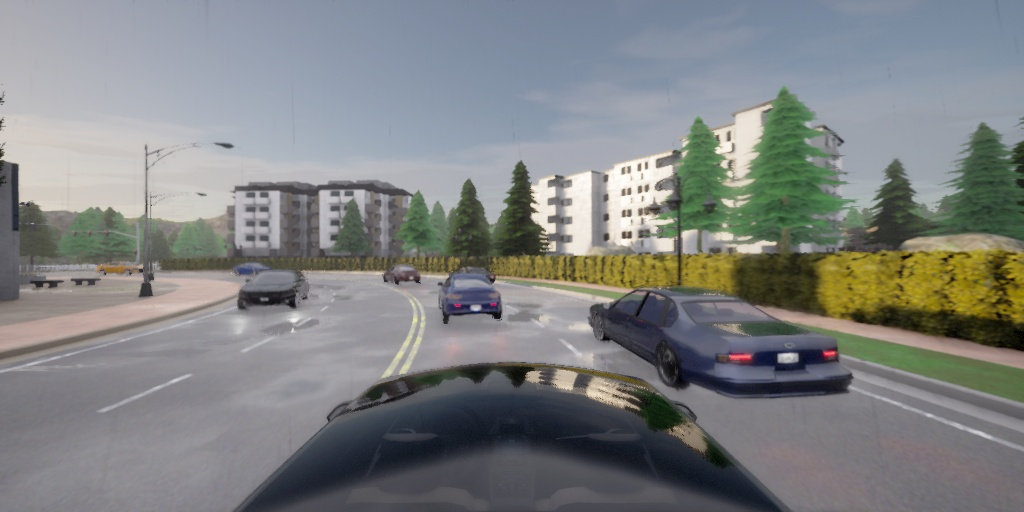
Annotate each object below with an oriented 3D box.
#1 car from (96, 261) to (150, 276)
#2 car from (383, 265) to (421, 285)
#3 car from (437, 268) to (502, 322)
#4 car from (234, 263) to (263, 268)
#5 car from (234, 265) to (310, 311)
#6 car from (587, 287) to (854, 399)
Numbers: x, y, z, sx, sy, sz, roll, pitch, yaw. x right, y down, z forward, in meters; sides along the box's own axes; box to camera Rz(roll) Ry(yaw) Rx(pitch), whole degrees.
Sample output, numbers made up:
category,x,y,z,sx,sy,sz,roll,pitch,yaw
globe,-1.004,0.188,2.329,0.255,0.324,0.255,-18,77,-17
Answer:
category,x,y,z,sx,sy,sz,roll,pitch,yaw
car,-43.398,1.375,40.075,5.008,1.535,1.882,0,0,4
car,-8.476,1.398,27.480,1.812,1.442,4.674,0,0,-34
car,-1.558,1.316,12.439,1.812,1.442,4.674,0,0,-13
car,-28.428,1.490,39.526,5.008,1.535,1.882,-1,0,24
car,-9.967,1.321,15.353,1.882,1.535,5.008,0,0,-23
car,3.090,1.297,6.858,2.033,1.411,5.357,0,0,-6
